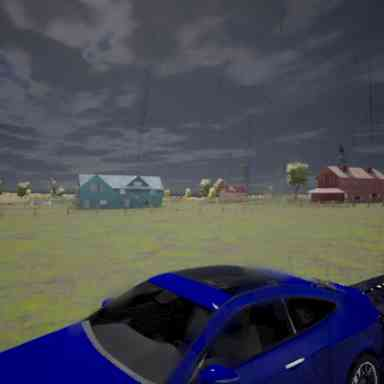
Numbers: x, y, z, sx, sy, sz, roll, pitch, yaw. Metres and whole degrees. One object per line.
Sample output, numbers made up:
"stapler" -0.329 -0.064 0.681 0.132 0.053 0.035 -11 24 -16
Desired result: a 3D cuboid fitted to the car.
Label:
"car" 0.090 1.530 3.175 4.674 1.442 1.812 0 0 -36
